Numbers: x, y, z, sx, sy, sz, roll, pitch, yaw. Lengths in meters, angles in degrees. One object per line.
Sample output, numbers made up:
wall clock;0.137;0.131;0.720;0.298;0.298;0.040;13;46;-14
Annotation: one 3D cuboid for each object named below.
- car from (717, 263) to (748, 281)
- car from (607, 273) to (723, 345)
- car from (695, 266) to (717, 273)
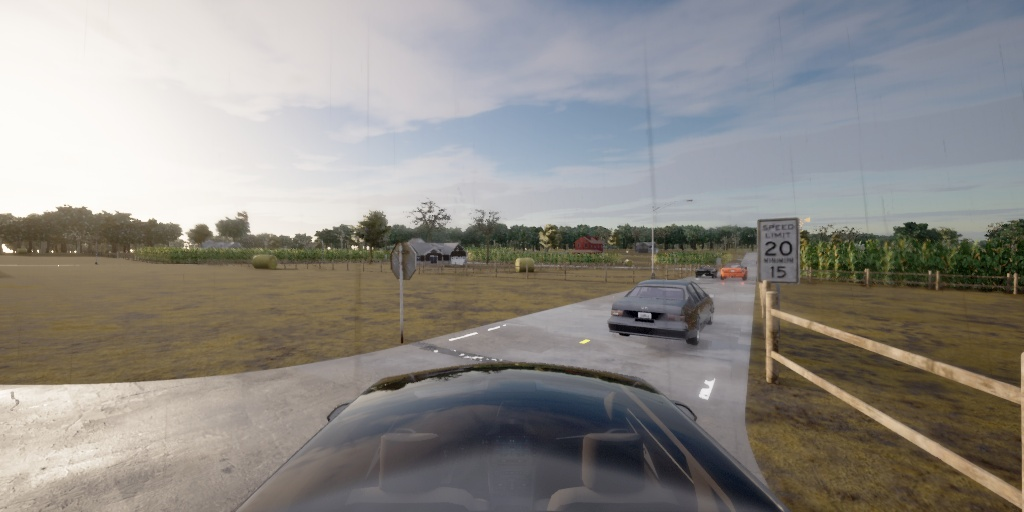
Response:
car;22.291;1.480;35.966;2.097;1.767;4.553;0;-1;35
car;4.280;1.340;9.802;2.033;1.411;5.357;0;0;34
car;21.912;1.797;40.374;1.895;1.301;4.718;0;-1;34
